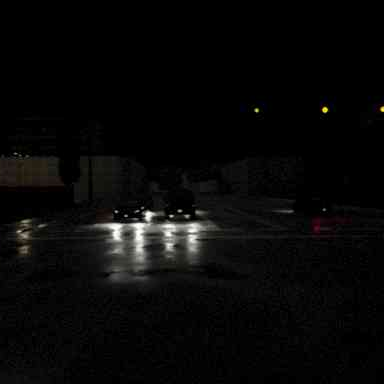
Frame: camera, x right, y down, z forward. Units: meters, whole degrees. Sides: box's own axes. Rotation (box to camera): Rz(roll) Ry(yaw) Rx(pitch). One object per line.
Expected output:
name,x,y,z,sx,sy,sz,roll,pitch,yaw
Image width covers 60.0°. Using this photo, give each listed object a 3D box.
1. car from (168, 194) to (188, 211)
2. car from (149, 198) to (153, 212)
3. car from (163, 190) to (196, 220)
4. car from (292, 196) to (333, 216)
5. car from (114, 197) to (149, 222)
car,-1.484,1.000,34.882,1.882,1.535,5.008,-1,1,-3
car,-4.869,1.152,32.645,1.994,1.385,4.181,-1,1,-2
car,-0.948,0.879,25.114,2.150,2.045,5.566,-1,1,-3
car,9.603,1.056,26.723,1.812,1.442,4.674,-1,1,-3
car,-4.385,1.234,23.907,1.812,1.442,4.674,-1,1,-3
